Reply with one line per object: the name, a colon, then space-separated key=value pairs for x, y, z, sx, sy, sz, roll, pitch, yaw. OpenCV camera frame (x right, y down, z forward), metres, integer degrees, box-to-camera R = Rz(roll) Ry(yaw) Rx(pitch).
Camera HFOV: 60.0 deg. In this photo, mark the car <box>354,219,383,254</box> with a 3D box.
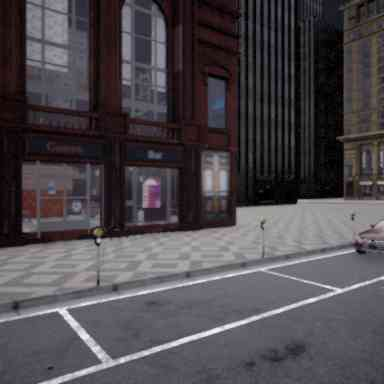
car: x=7.605 y=1.547 z=12.064 sx=4.206 sy=1.307 sz=1.802 roll=0 pitch=0 yaw=-35
